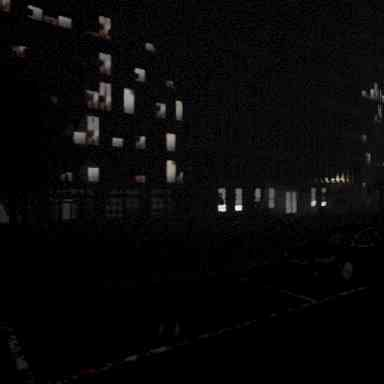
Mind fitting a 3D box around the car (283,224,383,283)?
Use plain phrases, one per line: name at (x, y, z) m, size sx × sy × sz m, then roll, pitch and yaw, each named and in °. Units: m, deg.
car at (4.519, 1.640, 9.807) m, size 4.403 × 1.369 × 2.008 m, roll 1°, pitch -1°, yaw -36°
